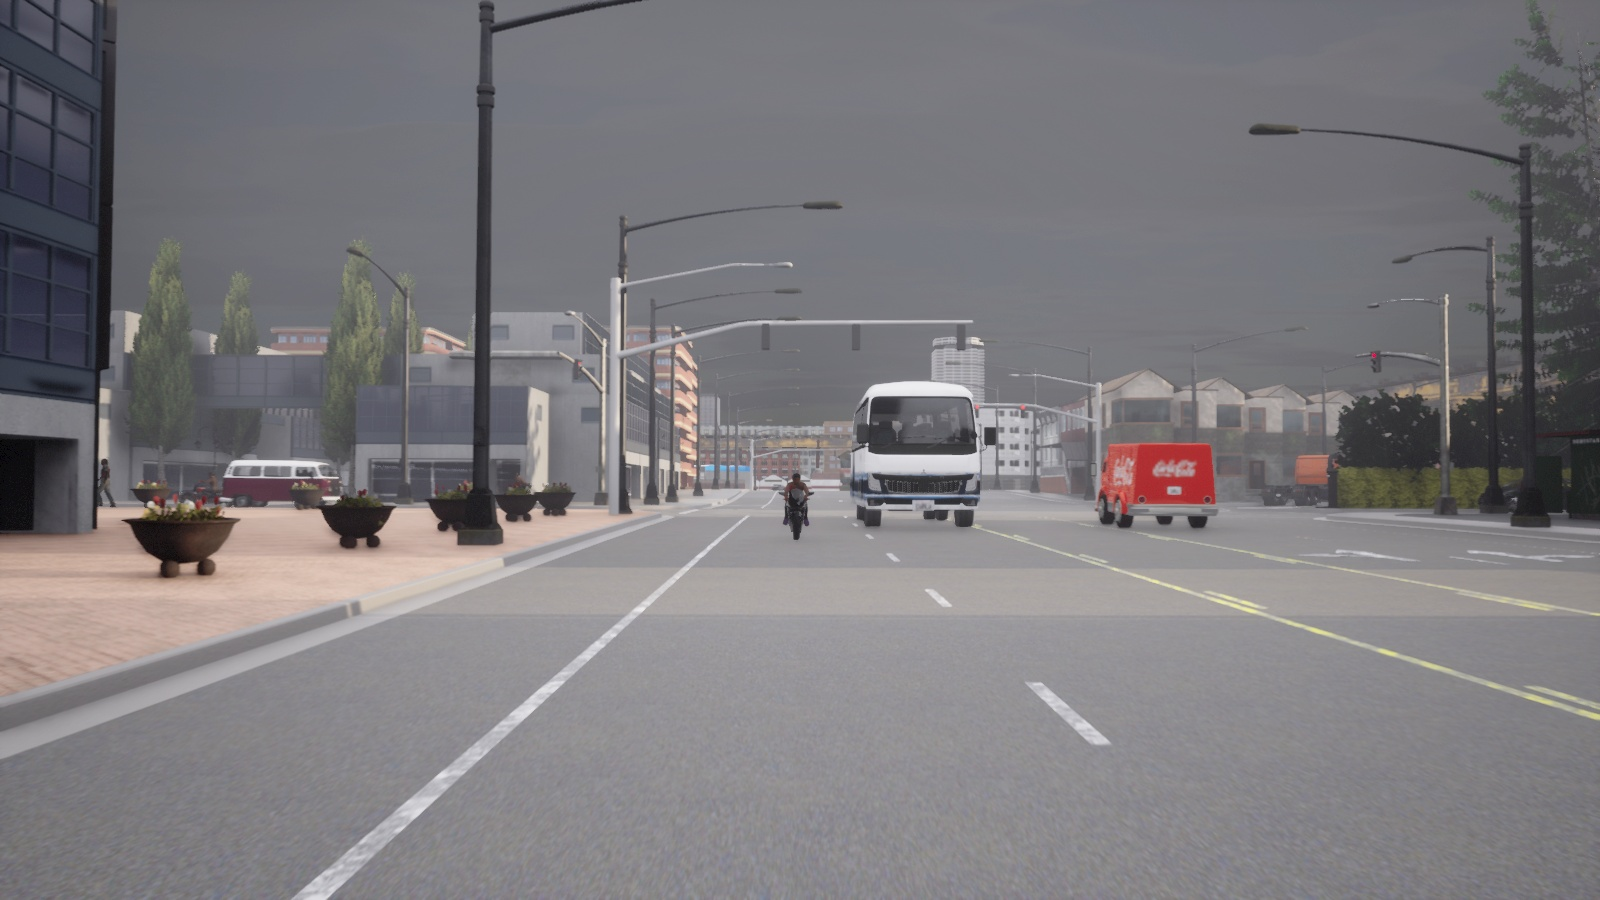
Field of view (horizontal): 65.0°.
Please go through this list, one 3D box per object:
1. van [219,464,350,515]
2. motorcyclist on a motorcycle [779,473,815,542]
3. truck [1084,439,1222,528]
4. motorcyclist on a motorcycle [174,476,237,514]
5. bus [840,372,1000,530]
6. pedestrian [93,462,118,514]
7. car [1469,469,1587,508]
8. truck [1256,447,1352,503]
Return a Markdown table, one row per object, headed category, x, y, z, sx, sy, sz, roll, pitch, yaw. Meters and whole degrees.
| category | x | y | z | sx | sy | sz | roll | pitch | yaw |
| --- | --- | --- | --- | --- | --- | --- | --- | --- | --- |
| van | -20.914 | 1.602 | 51.065 | 4.480 | 2.038 | 2.069 | 0 | -2 | 0 |
| motorcyclist on a motorcycle | -0.072 | 1.285 | 28.748 | 0.797 | 1.523 | 2.044 | 0 | -1 | 0 |
| truck | 10.409 | 0.960 | 37.533 | 2.627 | 2.467 | 5.204 | 0 | -1 | 0 |
| motorcyclist on a motorcycle | -25.824 | 1.960 | 54.580 | 2.350 | 1.649 | 0.766 | 0 | -2 | 0 |
| bus | 3.400 | 0.126 | 39.082 | 3.944 | 4.253 | 10.273 | 0 | -1 | 0 |
| pedestrian | -25.861 | 1.428 | 46.764 | 0.666 | 1.930 | 0.402 | 0 | -2 | -7 |
| car | 31.423 | 1.667 | 54.277 | 3.988 | 1.617 | 1.851 | 0 | -2 | 0 |
| truck | 33.137 | 1.669 | 82.424 | 2.891 | 3.462 | 7.936 | -2 | -3 | 45 |
